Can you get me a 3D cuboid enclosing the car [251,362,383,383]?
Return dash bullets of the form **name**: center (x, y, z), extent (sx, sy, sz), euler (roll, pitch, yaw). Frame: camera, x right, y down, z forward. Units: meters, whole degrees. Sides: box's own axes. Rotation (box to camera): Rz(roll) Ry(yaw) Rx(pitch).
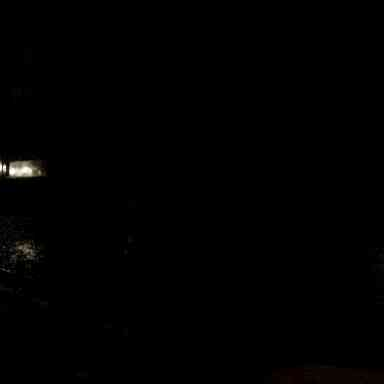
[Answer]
- **car**: center (2.228, 1.537, 1.257), extent (4.829, 1.417, 1.752), euler (0, 1, 37)
